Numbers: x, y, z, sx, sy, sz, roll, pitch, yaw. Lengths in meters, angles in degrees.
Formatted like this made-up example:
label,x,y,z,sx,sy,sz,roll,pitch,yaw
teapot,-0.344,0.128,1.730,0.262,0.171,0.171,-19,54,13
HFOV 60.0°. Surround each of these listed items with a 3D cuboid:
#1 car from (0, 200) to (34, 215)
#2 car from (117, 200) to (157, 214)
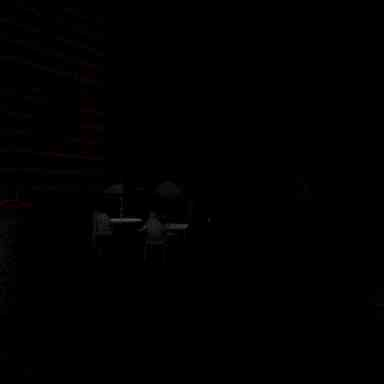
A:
label,x,y,z,sx,sy,sz,roll,pitch,yaw
car,-18.135,1.533,32.527,1.882,1.535,5.008,0,0,40
car,-5.906,1.581,35.892,1.812,1.442,4.674,0,0,40
